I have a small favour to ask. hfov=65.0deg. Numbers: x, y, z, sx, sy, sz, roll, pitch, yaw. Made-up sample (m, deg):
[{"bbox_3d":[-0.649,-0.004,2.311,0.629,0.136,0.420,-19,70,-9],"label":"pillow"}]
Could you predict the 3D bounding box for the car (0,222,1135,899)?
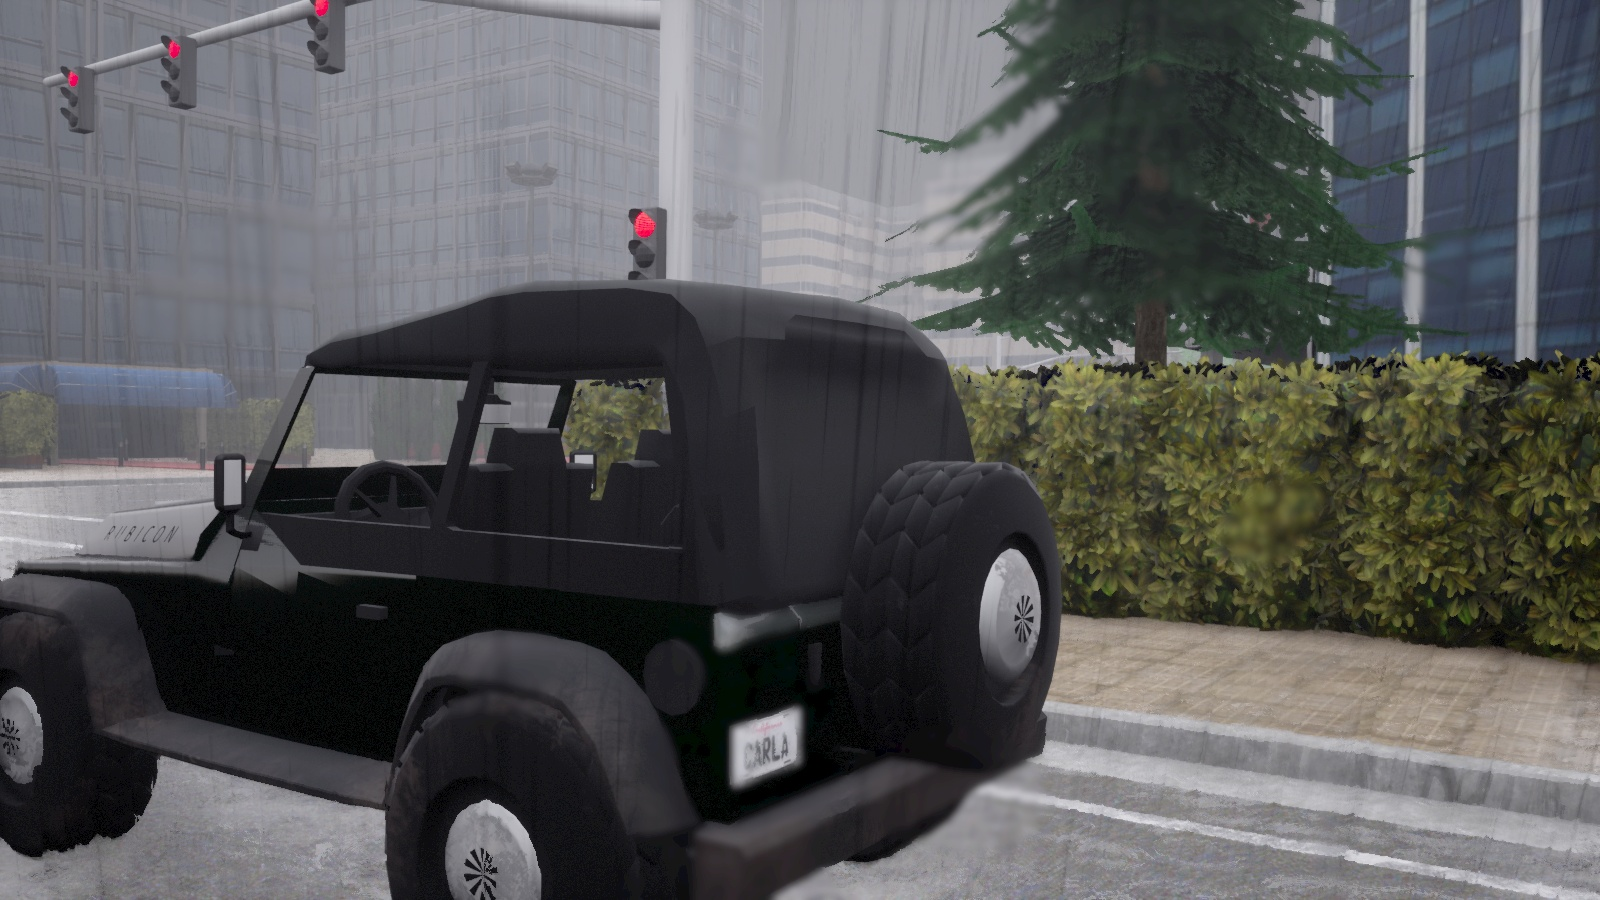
[{"bbox_3d":[-1.061,0.478,4.325,3.866,1.878,1.905,0,1,34],"label":"car"}]
